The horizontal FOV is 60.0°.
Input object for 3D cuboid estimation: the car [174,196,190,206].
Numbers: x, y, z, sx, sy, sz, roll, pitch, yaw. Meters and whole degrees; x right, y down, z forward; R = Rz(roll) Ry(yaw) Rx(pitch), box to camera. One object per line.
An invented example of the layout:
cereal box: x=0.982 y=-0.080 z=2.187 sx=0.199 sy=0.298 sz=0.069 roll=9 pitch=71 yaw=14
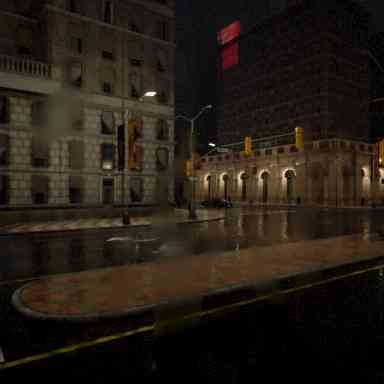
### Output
car: x=-2.131 y=1.526 z=54.791 sx=1.812 sy=1.442 sz=4.674 roll=0 pitch=0 yaw=-35

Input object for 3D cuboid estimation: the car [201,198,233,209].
car: x=3.439 y=1.547 z=46.936 sx=2.033 sy=1.411 sz=5.357 roll=0 pitch=0 yaw=-36
